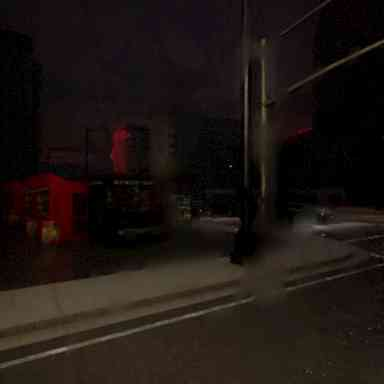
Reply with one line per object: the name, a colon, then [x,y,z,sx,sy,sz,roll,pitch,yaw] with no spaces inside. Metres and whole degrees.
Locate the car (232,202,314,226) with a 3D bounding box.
car: [5.763,1.616,24.325,2.033,1.411,5.357,0,-1,-38]

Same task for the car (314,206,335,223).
car: [8.823,1.587,26.101,1.812,1.442,4.674,0,-1,-36]

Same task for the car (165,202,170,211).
car: [-4.669,1.721,44.756,2.097,1.767,4.553,0,-1,-36]

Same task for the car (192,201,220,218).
car: [0.200,1.709,32.055,1.812,1.442,4.674,0,-1,-36]

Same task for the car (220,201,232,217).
car: [3.508,1.670,33.457,1.837,1.490,4.892,0,-1,-36]
